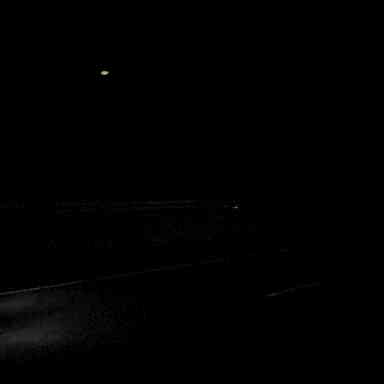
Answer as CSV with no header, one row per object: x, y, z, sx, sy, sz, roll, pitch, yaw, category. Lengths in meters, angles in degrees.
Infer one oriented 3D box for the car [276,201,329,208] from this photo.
9.776,1.529,28.149,4.902,1.511,2.128,0,0,-35,car

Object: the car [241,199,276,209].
6.947,1.599,30.433,4.181,1.385,1.994,0,0,-35,car

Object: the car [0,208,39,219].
-10.938,1.548,17.610,5.357,1.411,2.033,0,0,-35,car

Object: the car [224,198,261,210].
5.360,1.387,33.597,4.553,1.767,2.097,0,0,-35,car
